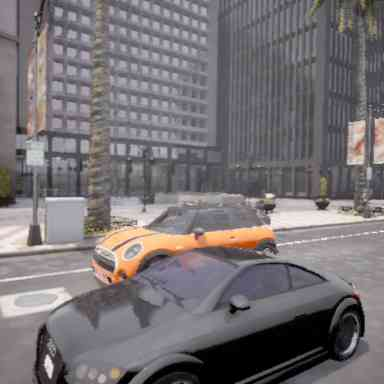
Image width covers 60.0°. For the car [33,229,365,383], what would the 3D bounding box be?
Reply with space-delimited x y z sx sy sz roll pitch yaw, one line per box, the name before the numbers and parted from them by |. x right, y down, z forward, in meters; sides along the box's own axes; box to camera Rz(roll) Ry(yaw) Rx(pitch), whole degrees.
car | 0.314 1.452 4.231 4.181 1.385 1.994 0 2 -34

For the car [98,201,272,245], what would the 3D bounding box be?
car | -0.043 1.133 8.202 4.553 1.767 2.097 0 2 -34

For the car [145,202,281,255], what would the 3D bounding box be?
car | 0.897 1.202 12.588 4.786 1.482 2.161 0 2 -35
